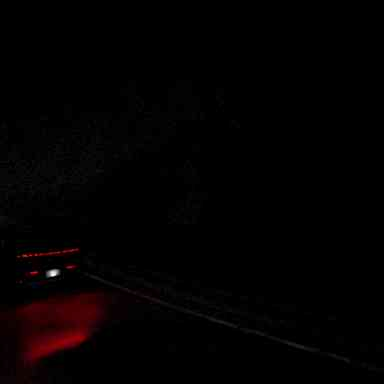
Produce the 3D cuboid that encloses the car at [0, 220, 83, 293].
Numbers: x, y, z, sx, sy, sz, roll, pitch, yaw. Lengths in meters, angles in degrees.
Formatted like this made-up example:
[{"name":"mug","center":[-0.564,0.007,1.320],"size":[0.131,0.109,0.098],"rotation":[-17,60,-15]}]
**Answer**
[{"name":"car","center":[-4.638,1.524,9.085],"size":[1.837,1.490,4.892],"rotation":[0,0,-41]}]
